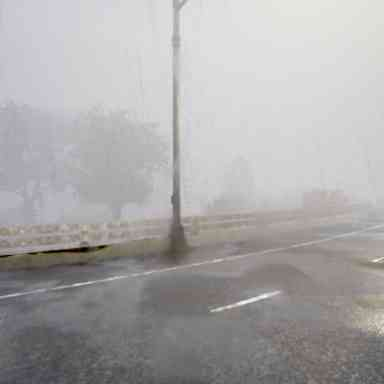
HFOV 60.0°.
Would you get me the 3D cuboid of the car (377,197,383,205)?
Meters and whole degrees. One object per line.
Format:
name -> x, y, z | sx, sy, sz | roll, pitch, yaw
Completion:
car -> 36.670, 1.698, 63.177 | 2.128, 1.511, 4.902 | 0, 0, 14
